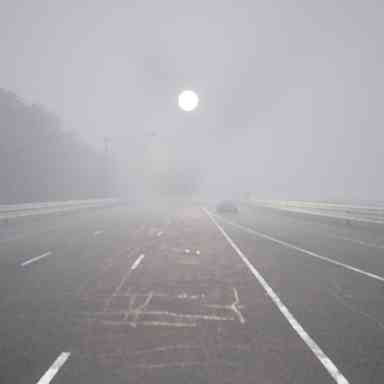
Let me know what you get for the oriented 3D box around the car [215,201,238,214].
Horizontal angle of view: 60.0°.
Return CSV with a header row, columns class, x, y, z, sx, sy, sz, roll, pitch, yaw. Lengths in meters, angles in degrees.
class,x,y,z,sx,sy,sz,roll,pitch,yaw
car,3.796,1.626,36.999,1.994,1.385,4.181,0,0,-3
